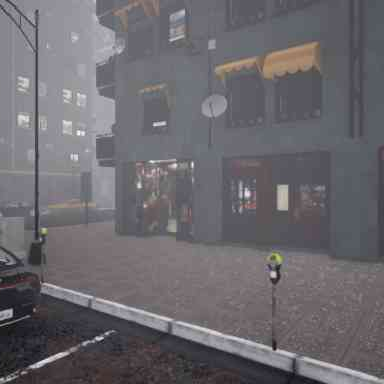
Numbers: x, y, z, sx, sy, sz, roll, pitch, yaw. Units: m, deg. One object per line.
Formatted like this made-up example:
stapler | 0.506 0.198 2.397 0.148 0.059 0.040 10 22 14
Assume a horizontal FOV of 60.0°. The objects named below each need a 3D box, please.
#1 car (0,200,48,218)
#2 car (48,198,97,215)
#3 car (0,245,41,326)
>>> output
car | -14.095 1.350 26.073 2.008 1.369 4.403 1 1 35
car | -11.011 1.249 30.502 1.752 1.417 4.829 1 1 35
car | -4.506 1.551 6.075 4.403 1.369 2.008 0 0 35
